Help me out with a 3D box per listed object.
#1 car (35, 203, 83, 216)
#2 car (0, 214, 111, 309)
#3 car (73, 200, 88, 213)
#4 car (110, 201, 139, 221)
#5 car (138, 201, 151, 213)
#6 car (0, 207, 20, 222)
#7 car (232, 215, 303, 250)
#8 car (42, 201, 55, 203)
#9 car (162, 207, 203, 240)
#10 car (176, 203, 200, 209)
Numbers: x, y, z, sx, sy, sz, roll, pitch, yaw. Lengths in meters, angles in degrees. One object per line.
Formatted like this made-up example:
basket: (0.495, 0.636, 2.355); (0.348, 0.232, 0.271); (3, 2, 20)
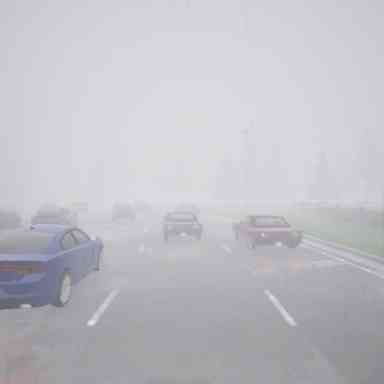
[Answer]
car: (-8.069, 1.629, 19.812); (1.837, 1.490, 4.892); (1, -1, -9)
car: (-3.513, 1.529, 8.062); (1.882, 1.535, 5.008); (0, 0, -2)
car: (-13.964, 1.737, 41.202); (1.882, 1.535, 5.008); (1, -1, -22)
car: (-6.231, 1.734, 29.504); (2.033, 1.411, 5.357); (0, 0, -16)
car: (-6.416, 1.785, 41.068); (1.812, 1.442, 4.674); (1, -1, -21)
car: (-11.514, 1.612, 19.141); (2.128, 1.511, 4.902); (0, 0, -9)
car: (3.129, 1.696, 14.941); (1.895, 1.301, 4.718); (0, 0, -5)
car: (-17.198, 1.777, 39.856); (1.812, 1.442, 4.674); (0, -1, -22)
car: (-0.674, 1.715, 17.921); (1.895, 1.301, 4.718); (0, 0, -7)
car: (-0.699, 1.825, 35.291); (1.895, 1.301, 4.718); (0, 0, -17)
